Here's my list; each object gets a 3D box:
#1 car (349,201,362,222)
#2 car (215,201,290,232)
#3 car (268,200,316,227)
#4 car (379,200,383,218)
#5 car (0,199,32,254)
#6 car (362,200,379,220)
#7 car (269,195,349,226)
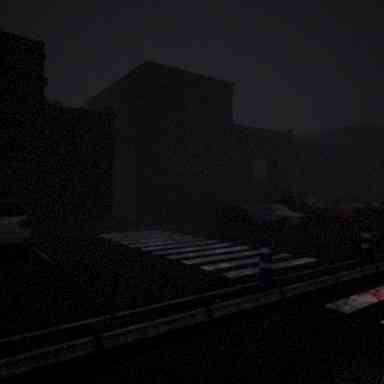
[{"bbox_3d":[10.146,1.371,25.827,2.185,1.767,4.553,0,0,-35],"label":"car"},{"bbox_3d":[3.408,1.542,21.025,2.163,1.488,4.792,0,0,-35],"label":"car"},{"bbox_3d":[5.635,1.548,22.652,2.002,1.452,4.674,0,0,-35],"label":"car"},{"bbox_3d":[14.621,1.523,29.052,2.002,1.452,4.674,0,0,-35],"label":"car"},{"bbox_3d":[-7.853,1.272,13.069,2.435,2.045,5.566,0,0,-35],"label":"car"},{"bbox_3d":[12.269,1.530,27.375,2.002,1.452,4.674,0,0,-35],"label":"car"},{"bbox_3d":[7.898,1.251,24.228,2.435,2.045,5.566,0,0,-35],"label":"car"}]
